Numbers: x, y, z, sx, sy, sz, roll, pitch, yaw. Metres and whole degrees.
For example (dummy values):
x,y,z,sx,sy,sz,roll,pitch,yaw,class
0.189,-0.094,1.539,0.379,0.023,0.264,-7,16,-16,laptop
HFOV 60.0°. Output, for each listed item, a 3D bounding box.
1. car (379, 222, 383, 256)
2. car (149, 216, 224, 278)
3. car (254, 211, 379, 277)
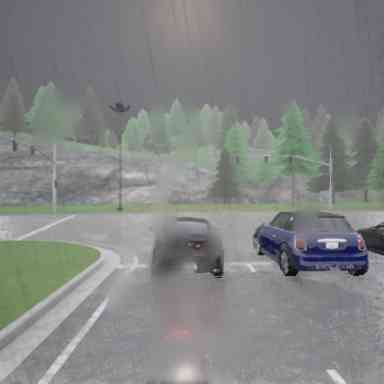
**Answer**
x,y,z,sx,sy,sz,roll,pitch,yaw,class
6.917,1.524,10.540,1.812,1.442,4.674,0,0,-2,car
-0.237,1.503,10.138,1.837,1.490,4.892,0,0,-5,car
3.394,1.351,10.422,2.097,1.767,4.553,0,0,-3,car
